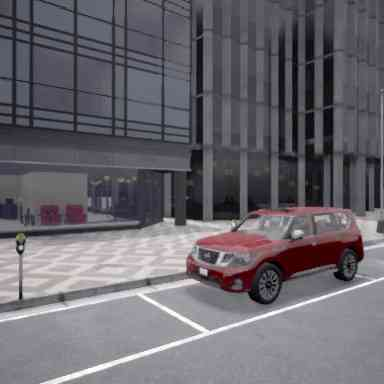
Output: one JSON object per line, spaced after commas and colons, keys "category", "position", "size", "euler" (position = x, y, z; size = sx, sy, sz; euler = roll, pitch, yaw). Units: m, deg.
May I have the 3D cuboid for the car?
{"category": "car", "position": [2.282, 1.315, 8.274], "size": [5.009, 1.841, 2.192], "euler": [0, 0, -35]}
